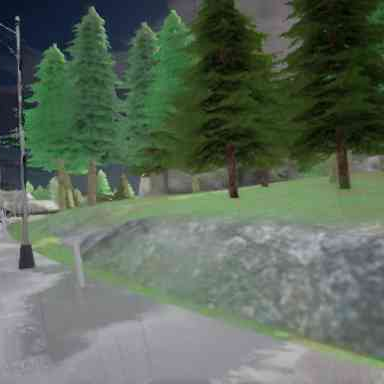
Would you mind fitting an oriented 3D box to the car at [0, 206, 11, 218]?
[{"bbox_3d":[-21.338,2.164,36.090,1.812,1.442,4.674,-4,-1,-9],"label":"car"}]
